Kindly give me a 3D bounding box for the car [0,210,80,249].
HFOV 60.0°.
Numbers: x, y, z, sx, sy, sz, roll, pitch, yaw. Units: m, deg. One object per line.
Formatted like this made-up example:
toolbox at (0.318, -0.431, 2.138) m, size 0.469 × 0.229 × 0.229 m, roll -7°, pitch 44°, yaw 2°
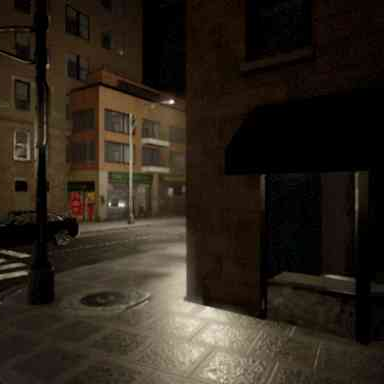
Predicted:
car at (-6.900, 1.514, 13.232) m, size 2.128 × 1.511 × 4.902 m, roll 0°, pitch 0°, yaw 38°
